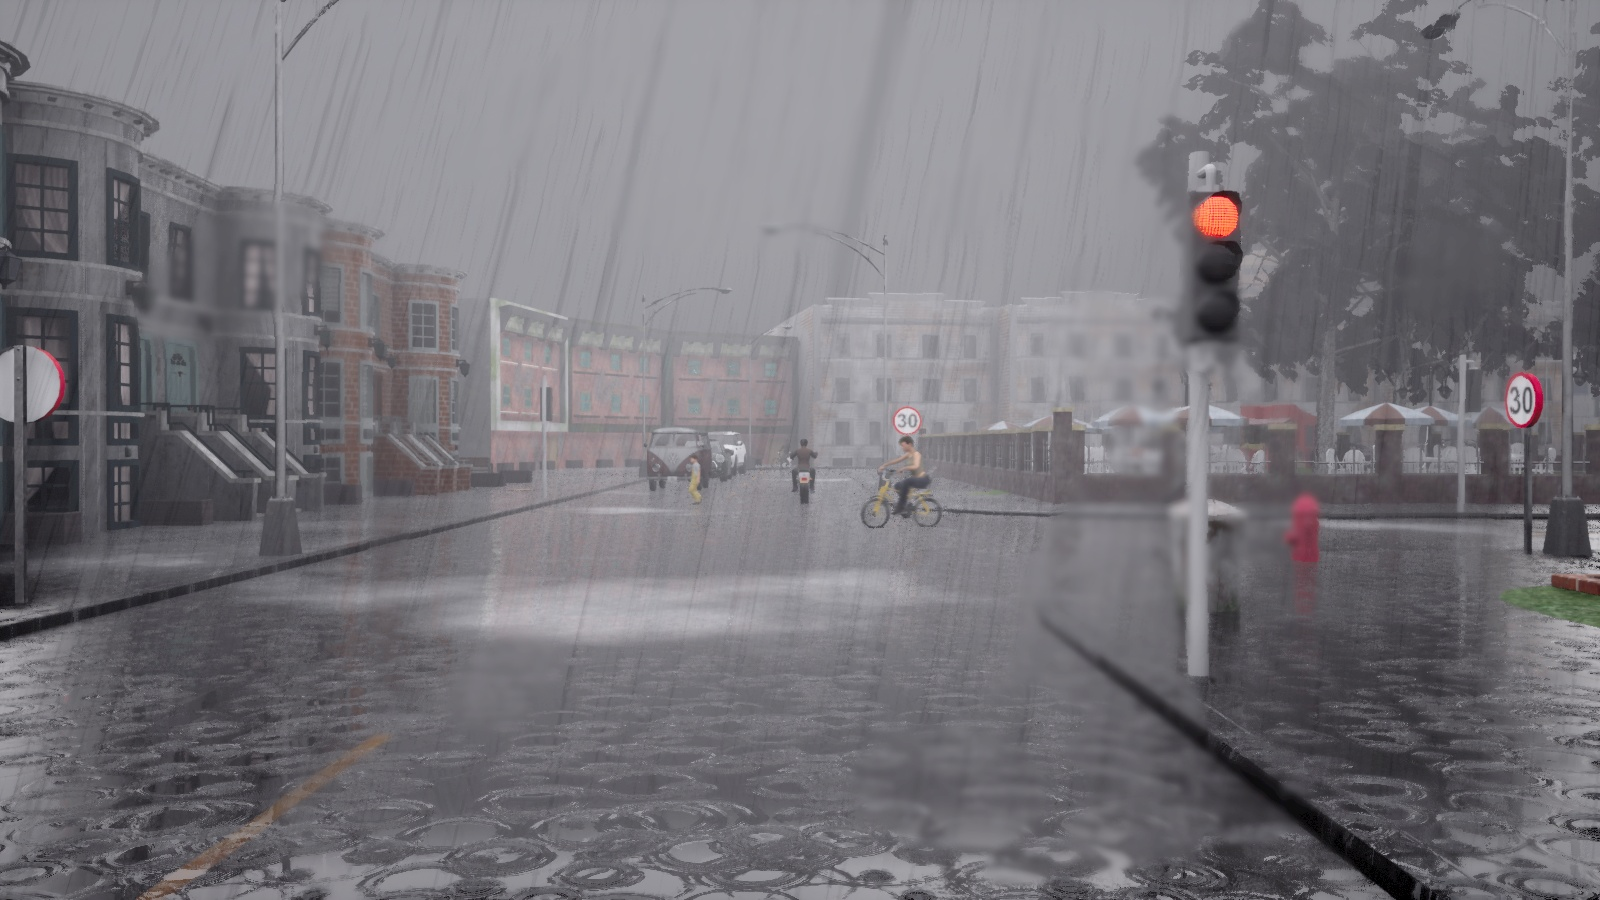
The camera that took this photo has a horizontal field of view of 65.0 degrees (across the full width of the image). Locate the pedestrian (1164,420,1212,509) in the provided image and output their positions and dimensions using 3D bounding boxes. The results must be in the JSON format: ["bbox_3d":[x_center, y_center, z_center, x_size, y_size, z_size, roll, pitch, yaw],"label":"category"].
[{"bbox_3d":[8.592,0.306,27.857,0.873,1.952,0.659,0,0,3],"label":"pedestrian"}]

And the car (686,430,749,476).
[{"bbox_3d":[-3.837,0.127,59.414,2.150,2.045,5.566,0,0,5],"label":"car"}]

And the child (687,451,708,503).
[{"bbox_3d":[-2.479,0.647,30.410,0.437,1.263,0.270,0,0,-22],"label":"child"}]

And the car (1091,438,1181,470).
[{"bbox_3d":[19.089,0.217,71.536,4.553,1.767,2.097,0,0,0],"label":"car"}]

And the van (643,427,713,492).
[{"bbox_3d":[-3.858,0.268,40.407,1.775,1.987,4.442,0,0,0],"label":"van"}]

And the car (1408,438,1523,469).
[{"bbox_3d":[35.729,0.173,67.509,5.027,1.651,2.152,0,0,0],"label":"car"}]

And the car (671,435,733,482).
[{"bbox_3d":[-3.842,0.321,49.766,2.097,1.767,4.553,0,0,0],"label":"car"}]

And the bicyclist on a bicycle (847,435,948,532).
[{"bbox_3d":[1.687,0.561,21.834,1.509,1.612,0.866,0,2,-16],"label":"bicyclist on a bicycle"}]

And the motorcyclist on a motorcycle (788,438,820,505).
[{"bbox_3d":[0.092,0.516,32.093,0.766,1.649,2.350,0,0,0],"label":"motorcyclist on a motorcycle"}]

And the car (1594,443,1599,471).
[{"bbox_3d":[45.081,0.380,67.495,3.705,1.549,1.789,0,0,0],"label":"car"}]
